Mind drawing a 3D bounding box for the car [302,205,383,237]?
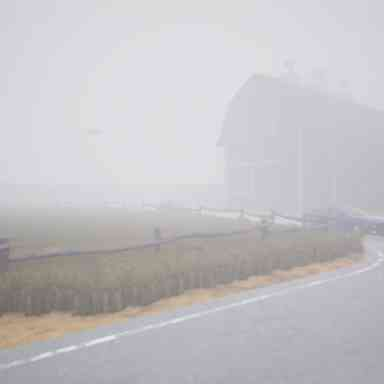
[{"bbox_3d":[8.197,1.485,17.963,1.882,1.535,5.008,0,0,-25],"label":"car"}]

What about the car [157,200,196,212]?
[{"bbox_3d":[-1.501,1.516,31.421,1.837,1.490,4.892,0,-1,-38],"label":"car"}]
